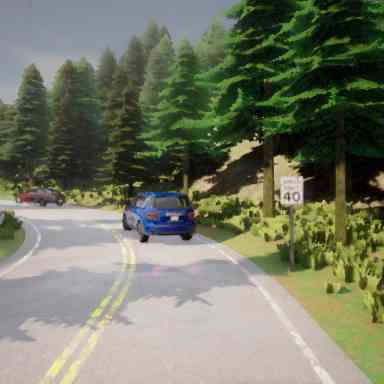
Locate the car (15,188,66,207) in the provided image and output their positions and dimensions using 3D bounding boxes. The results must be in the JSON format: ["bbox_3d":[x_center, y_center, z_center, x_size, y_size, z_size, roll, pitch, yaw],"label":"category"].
[{"bbox_3d":[-12.178,0.370,26.808,4.674,1.442,1.812,4,1,28],"label":"car"}]

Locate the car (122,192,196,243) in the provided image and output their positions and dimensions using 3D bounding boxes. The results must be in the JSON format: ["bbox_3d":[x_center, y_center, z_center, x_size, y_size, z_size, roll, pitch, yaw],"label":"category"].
[{"bbox_3d":[-1.658,0.987,15.057,2.150,2.045,5.566,1,2,-22],"label":"car"}]
